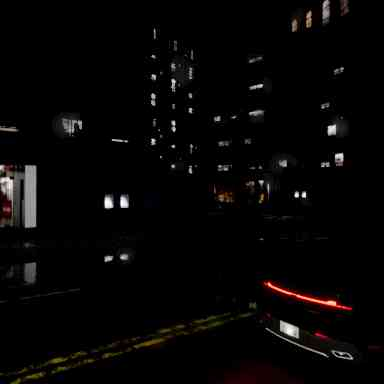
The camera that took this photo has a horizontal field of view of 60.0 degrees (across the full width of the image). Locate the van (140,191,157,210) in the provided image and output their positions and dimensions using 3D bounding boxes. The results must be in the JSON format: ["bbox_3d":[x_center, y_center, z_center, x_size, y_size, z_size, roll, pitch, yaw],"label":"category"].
[{"bbox_3d":[-5.010,0.817,32.552,3.998,1.788,1.690,1,0,37],"label":"van"}]

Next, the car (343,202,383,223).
[{"bbox_3d":[12.779,1.473,22.555,4.674,1.442,1.812,5,3,34],"label":"car"}]

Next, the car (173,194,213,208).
[{"bbox_3d":[0.054,1.042,39.223,4.403,1.369,2.008,1,0,37],"label":"car"}]

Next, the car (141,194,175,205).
[{"bbox_3d":[-4.359,0.962,42.548,4.206,1.307,1.802,1,0,37],"label":"car"}]

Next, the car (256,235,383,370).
[{"bbox_3d":[3.237,1.507,5.621,4.892,1.490,1.837,0,0,-35],"label":"car"}]

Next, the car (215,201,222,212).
[{"bbox_3d":[0.573,1.073,31.563,4.902,1.511,2.128,1,1,37],"label":"car"}]

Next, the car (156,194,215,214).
[{"bbox_3d":[-0.603,1.138,29.225,4.403,1.369,2.008,1,0,37],"label":"car"}]
